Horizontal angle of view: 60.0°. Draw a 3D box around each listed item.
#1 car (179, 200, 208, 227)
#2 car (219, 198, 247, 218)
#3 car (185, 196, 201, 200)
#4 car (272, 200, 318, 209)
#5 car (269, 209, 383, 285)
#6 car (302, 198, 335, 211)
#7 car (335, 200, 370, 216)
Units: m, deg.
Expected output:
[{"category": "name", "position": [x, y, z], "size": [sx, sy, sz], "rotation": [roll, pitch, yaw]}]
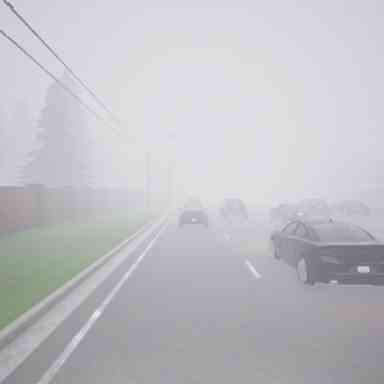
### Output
[{"category": "car", "position": [0.109, 1.505, 22.260], "size": [1.812, 1.442, 4.674], "rotation": [0, 0, 0]}, {"category": "car", "position": [3.613, 1.324, 29.834], "size": [2.097, 1.767, 4.553], "rotation": [0, 0, 0]}, {"category": "car", "position": [0.120, 1.314, 40.952], "size": [2.097, 1.767, 4.553], "rotation": [0, 0, 0]}, {"category": "car", "position": [7.112, 1.524, 24.561], "size": [2.033, 1.411, 5.357], "rotation": [0, 0, 0]}, {"category": "car", "position": [3.604, 1.469, 9.453], "size": [1.882, 1.535, 5.008], "rotation": [0, 0, 0]}, {"category": "car", "position": [10.615, 1.324, 29.829], "size": [2.097, 1.767, 4.553], "rotation": [0, 0, 0]}, {"category": "car", "position": [14.115, 1.463, 30.072], "size": [2.128, 1.511, 4.902], "rotation": [0, 0, 0]}]
